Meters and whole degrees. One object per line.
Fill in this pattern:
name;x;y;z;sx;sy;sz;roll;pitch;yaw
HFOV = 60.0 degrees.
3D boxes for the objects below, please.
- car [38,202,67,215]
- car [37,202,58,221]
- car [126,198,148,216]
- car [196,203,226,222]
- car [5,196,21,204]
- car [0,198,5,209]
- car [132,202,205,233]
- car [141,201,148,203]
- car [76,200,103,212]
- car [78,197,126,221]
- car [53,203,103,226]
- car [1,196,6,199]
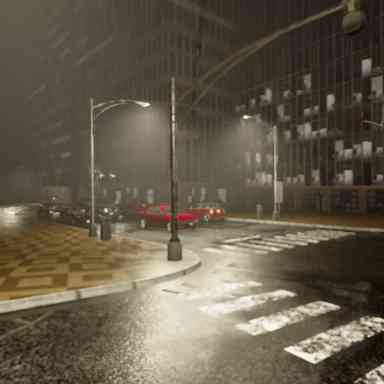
car;-16.467;1.900;39.104;1.994;1.385;4.181;-1;0;-41
car;-12.935;1.767;31.027;1.967;1.590;4.097;-1;1;-41
car;-6.559;1.539;36.472;2.192;1.841;5.009;-1;1;-41
car;0.842;1.608;27.934;1.967;1.590;4.097;-1;1;-41
car;-39.841;2.034;74.914;1.947;1.339;4.313;-1;1;-41
car;-31.394;2.047;52.355;1.802;1.307;4.206;-1;1;-41
car;-1.673;1.702;21.988;1.882;1.535;5.008;-1;0;-41
car;-2.855;1.778;32.205;1.802;1.307;4.206;-1;1;-41
car;-13.951;1.845;45.018;1.947;1.339;4.313;-1;1;-41
car;-8.501;1.496;29.871;2.150;2.045;5.566;-1;1;-41
car;-9.240;1.865;26.763;1.947;1.339;4.313;-1;1;-41
car;-43.539;2.039;79.186;1.887;1.381;4.507;-1;1;-41
